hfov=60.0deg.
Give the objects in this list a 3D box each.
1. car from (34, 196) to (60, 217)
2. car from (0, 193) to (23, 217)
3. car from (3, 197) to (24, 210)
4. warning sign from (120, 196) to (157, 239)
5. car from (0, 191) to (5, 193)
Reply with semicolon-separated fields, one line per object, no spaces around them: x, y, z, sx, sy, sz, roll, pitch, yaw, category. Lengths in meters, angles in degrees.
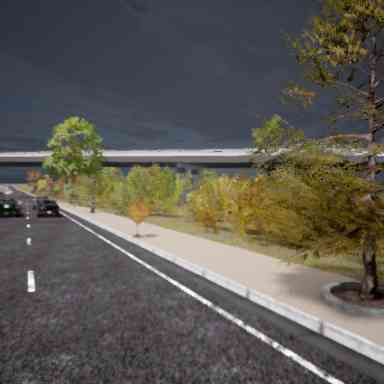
-13.368;1.467;30.855;1.837;1.490;4.892;1;0;-26;car
-16.449;1.251;29.766;2.097;1.767;4.553;1;-1;-26;car
-22.415;1.374;41.843;2.128;1.511;4.902;1;0;-26;car
-2.499;1.167;15.440;1.300;1.860;1.060;3;1;-26;warning sign
-38.104;0.872;66.064;2.150;2.045;5.566;1;0;-26;car
